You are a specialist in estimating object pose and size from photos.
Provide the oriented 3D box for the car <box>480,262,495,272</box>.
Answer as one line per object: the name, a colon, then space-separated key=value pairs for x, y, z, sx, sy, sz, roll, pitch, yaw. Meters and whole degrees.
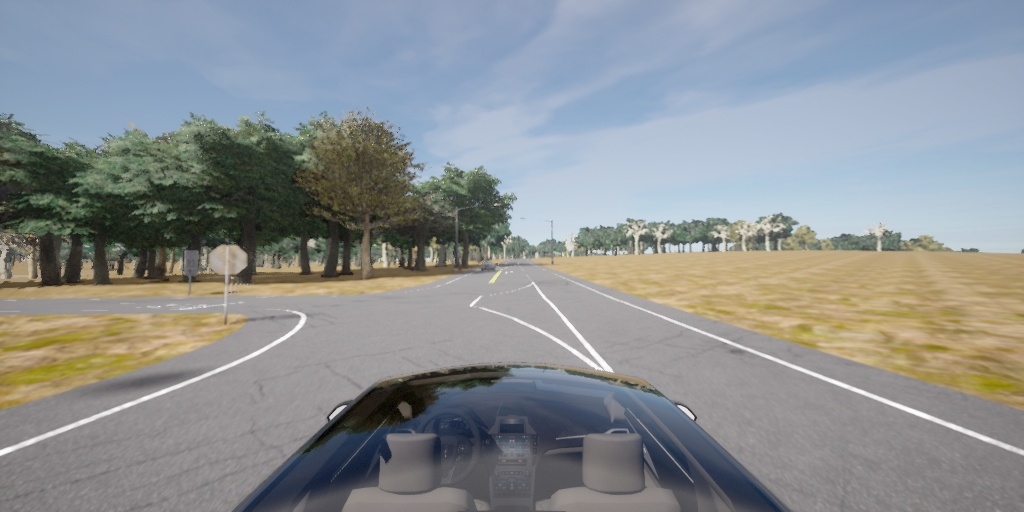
car: x=-3.541 y=1.569 z=53.013 sx=1.994 sy=1.385 sz=4.181 roll=0 pitch=0 yaw=0
